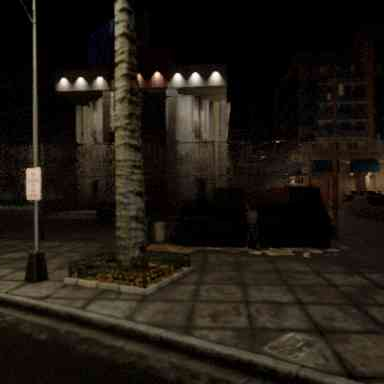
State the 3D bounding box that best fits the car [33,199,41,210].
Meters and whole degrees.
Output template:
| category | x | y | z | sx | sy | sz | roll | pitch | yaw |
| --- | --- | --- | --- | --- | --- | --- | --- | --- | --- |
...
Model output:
| category | x | y | z | sx | sy | sz | roll | pitch | yaw |
| --- | --- | --- | --- | --- | --- | --- | --- | --- | --- |
| car | -14.702 | 1.600 | 37.285 | 4.674 | 1.452 | 2.002 | 0 | 0 | 5 |
